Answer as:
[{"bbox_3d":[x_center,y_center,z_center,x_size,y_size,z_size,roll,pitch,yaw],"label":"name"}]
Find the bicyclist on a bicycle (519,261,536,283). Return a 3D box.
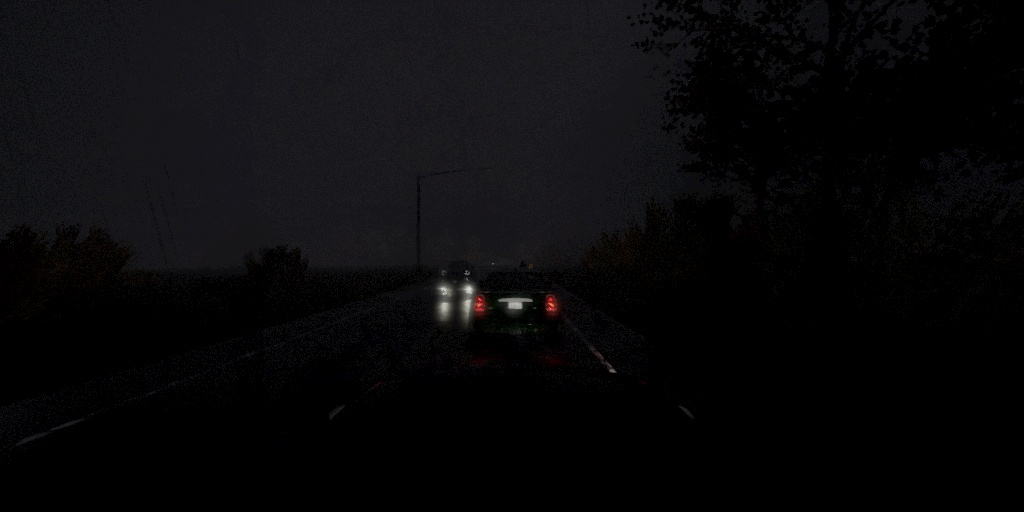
[{"bbox_3d":[0.903,1.178,17.237,0.866,1.612,1.509,0,0,0],"label":"bicyclist on a bicycle"}]

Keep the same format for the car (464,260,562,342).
[{"bbox_3d":[0.072,1.098,9.893,2.097,1.767,4.553,0,0,0],"label":"car"}]

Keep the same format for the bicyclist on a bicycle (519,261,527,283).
[{"bbox_3d":[0.840,1.190,27.354,0.582,1.620,1.656,0,0,0],"label":"bicyclist on a bicycle"}]

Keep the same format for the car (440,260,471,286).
[{"bbox_3d":[-3.713,1.090,25.434,2.097,1.767,4.553,0,0,0],"label":"car"}]
